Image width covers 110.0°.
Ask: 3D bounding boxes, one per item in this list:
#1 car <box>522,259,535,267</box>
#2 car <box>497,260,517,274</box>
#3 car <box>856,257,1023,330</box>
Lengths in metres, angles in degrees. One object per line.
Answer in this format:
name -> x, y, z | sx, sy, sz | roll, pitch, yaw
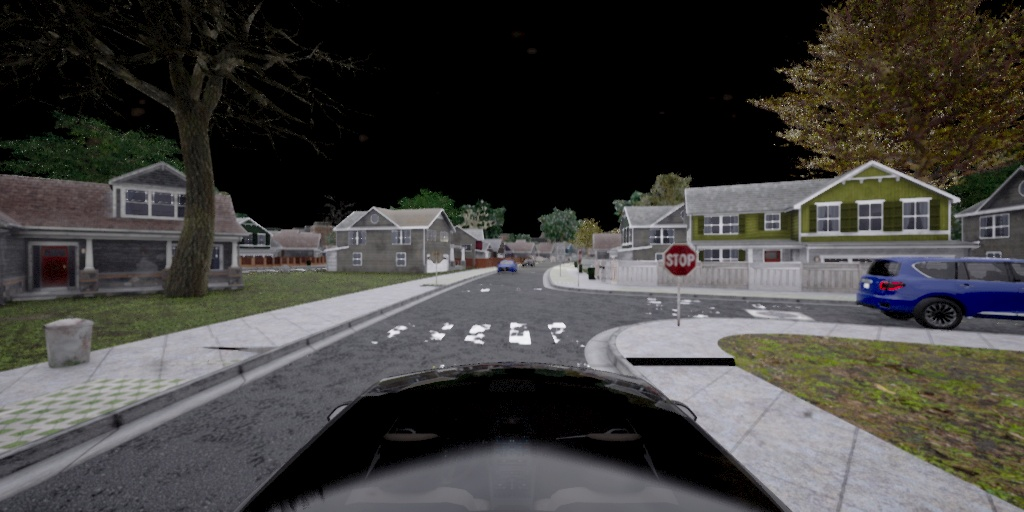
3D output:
car -> 3.001, 1.231, 63.327 | 2.033, 1.411, 5.357 | 0, 0, 11
car -> -0.505, 1.176, 40.809 | 1.882, 1.535, 5.008 | 0, 0, 7
car -> 13.592, 1.046, 10.179 | 5.566, 2.045, 2.150 | 0, 0, 24
